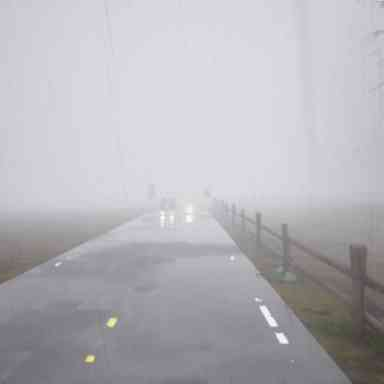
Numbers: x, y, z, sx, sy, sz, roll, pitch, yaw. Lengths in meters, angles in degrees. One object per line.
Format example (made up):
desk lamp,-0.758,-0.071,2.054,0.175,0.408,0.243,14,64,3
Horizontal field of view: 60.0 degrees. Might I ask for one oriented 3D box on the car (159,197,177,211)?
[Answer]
car,-2.758,1.362,39.147,2.128,1.511,4.902,0,0,0
